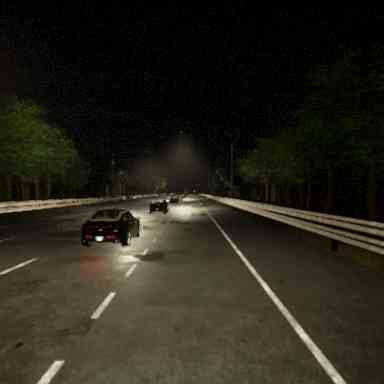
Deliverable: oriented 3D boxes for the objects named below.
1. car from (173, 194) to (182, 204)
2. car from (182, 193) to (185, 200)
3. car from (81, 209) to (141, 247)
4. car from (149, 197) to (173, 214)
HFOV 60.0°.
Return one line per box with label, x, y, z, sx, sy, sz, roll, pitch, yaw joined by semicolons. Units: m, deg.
car;-3.532;1.615;66.154;2.033;1.411;5.357;0;0;0
car;-3.544;1.541;93.663;1.882;1.535;5.008;0;0;0
car;-3.509;1.515;15.033;1.837;1.490;4.892;0;0;0
car;-3.517;1.526;36.169;2.128;1.511;4.902;0;0;0
